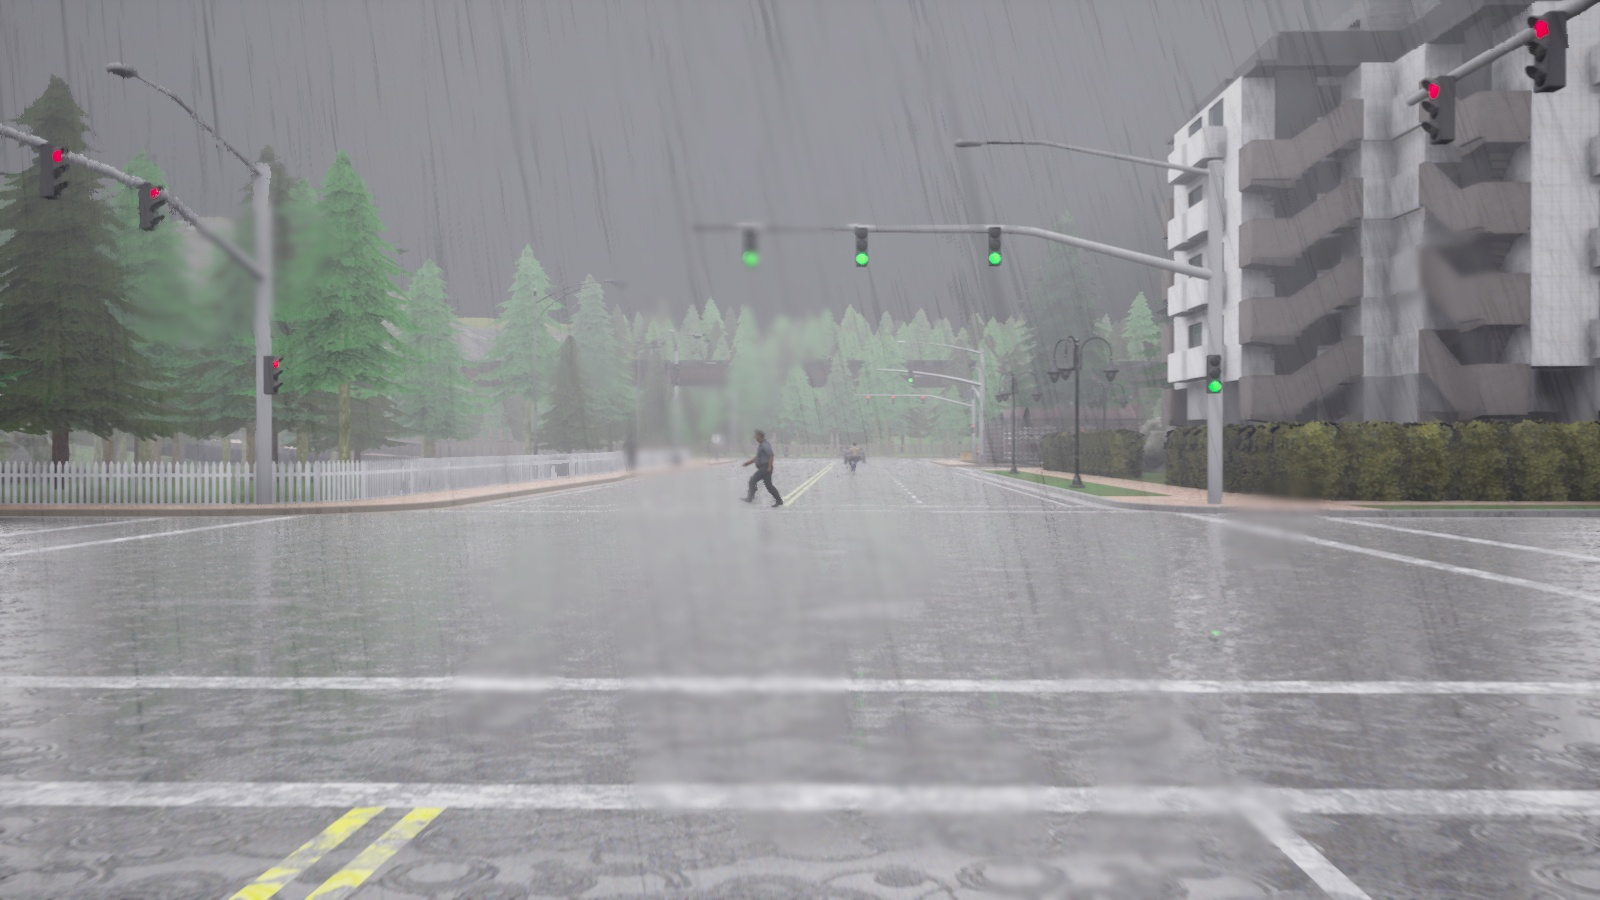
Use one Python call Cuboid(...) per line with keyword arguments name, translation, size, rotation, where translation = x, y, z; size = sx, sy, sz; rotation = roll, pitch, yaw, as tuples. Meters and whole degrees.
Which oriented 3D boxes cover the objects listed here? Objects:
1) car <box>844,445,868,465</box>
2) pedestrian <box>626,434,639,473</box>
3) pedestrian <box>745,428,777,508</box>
Cuboid(name="car", translation=(4.364, 0.364, 97.677), size=(1.816, 1.474, 4.193), rotation=(0, 0, 3))
Cuboid(name="pedestrian", translation=(-7.984, 0.152, 59.862), size=(0.540, 1.848, 0.694), rotation=(0, 0, 1))
Cuboid(name="pedestrian", translation=(-0.913, 0.414, 29.261), size=(0.694, 1.848, 0.540), rotation=(0, 0, -6))
